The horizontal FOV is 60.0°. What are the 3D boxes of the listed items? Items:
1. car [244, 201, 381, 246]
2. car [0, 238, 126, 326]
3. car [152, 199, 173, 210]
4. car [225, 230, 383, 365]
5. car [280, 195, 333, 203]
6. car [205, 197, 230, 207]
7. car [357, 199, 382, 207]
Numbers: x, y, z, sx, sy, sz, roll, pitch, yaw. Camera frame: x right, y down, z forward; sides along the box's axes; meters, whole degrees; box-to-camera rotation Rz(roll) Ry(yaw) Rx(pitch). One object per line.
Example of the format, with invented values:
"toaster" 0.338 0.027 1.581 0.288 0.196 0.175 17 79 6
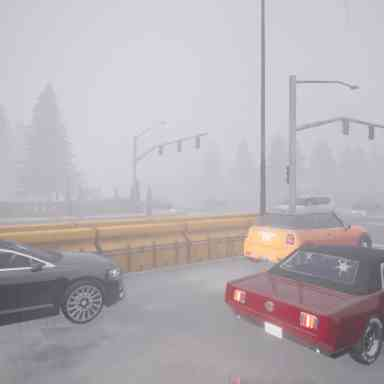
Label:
"car" 3.870 1.352 10.817 4.553 1.767 2.097 0 0 -36
"car" -3.543 1.492 5.511 4.902 1.511 2.128 0 0 -36
"car" -4.253 1.564 43.979 1.994 1.385 4.181 0 0 -36
"car" 2.922 1.601 5.837 4.718 1.301 1.895 0 0 -36
"car" 7.364 1.221 22.153 5.566 2.045 2.150 0 0 -36
"car" 3.858 1.525 50.884 1.812 1.442 4.674 0 0 -35
"car" 21.411 1.564 40.808 4.181 1.385 1.994 0 0 -36
